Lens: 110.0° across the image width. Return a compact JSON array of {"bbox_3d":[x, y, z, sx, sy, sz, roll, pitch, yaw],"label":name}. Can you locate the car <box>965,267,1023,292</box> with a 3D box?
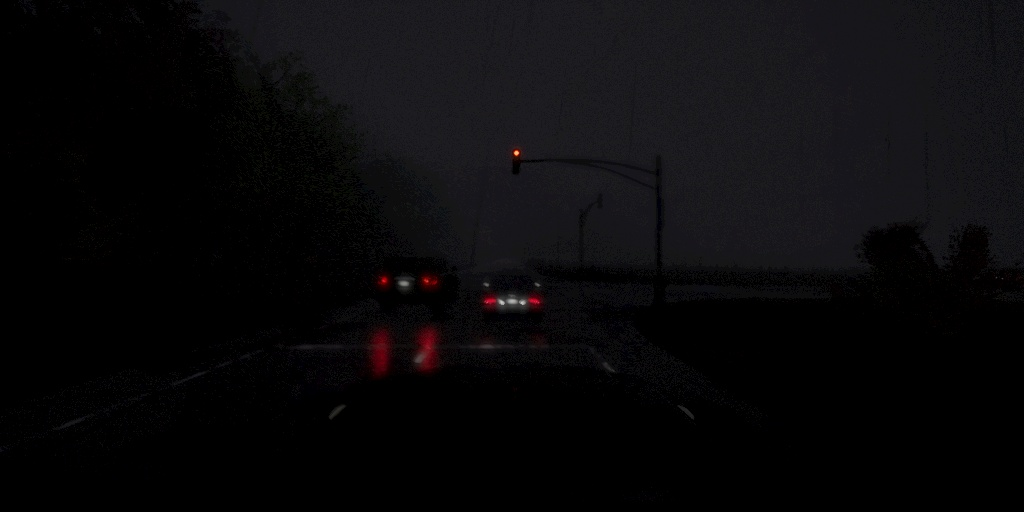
[{"bbox_3d":[34.465,1.552,24.769,4.553,1.767,2.097,1,-1,0],"label":"car"}]

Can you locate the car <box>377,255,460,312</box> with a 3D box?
[{"bbox_3d":[-3.483,0.980,14.300,2.150,2.045,5.566,0,0,0],"label":"car"}]

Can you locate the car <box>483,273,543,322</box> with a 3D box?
[{"bbox_3d":[0.021,1.304,12.329,2.033,1.411,5.357,0,0,0],"label":"car"}]
